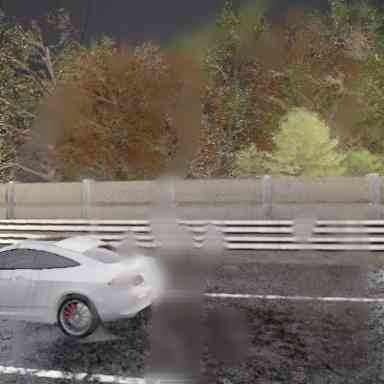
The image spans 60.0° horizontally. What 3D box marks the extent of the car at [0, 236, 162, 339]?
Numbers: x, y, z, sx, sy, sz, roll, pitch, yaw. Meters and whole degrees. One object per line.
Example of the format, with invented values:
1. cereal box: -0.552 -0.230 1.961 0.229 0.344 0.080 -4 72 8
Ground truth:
1. car: -2.889 1.586 6.284 4.674 1.442 1.812 -1 0 11
